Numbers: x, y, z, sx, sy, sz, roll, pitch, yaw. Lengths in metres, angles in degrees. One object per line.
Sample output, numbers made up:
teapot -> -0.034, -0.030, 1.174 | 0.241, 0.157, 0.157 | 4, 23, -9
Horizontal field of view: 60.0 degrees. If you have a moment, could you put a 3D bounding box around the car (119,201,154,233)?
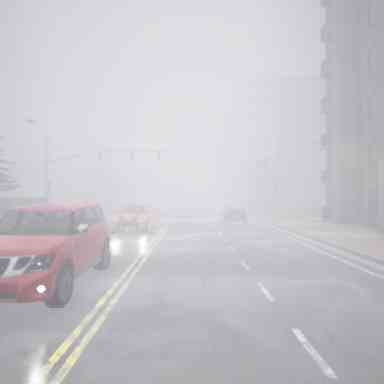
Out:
car -> -3.647, 1.571, 21.125 | 2.097, 1.767, 4.553 | 0, -1, 0

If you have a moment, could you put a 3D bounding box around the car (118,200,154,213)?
car -> -7.533, 1.938, 44.683 | 5.008, 1.535, 1.882 | 0, -1, 38

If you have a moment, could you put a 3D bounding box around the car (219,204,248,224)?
car -> 3.370, 1.762, 27.681 | 1.882, 1.535, 5.008 | 0, -1, 0

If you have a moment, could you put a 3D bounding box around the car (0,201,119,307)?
car -> -3.629, 1.306, 8.504 | 2.150, 2.045, 5.566 | 0, 0, 0
